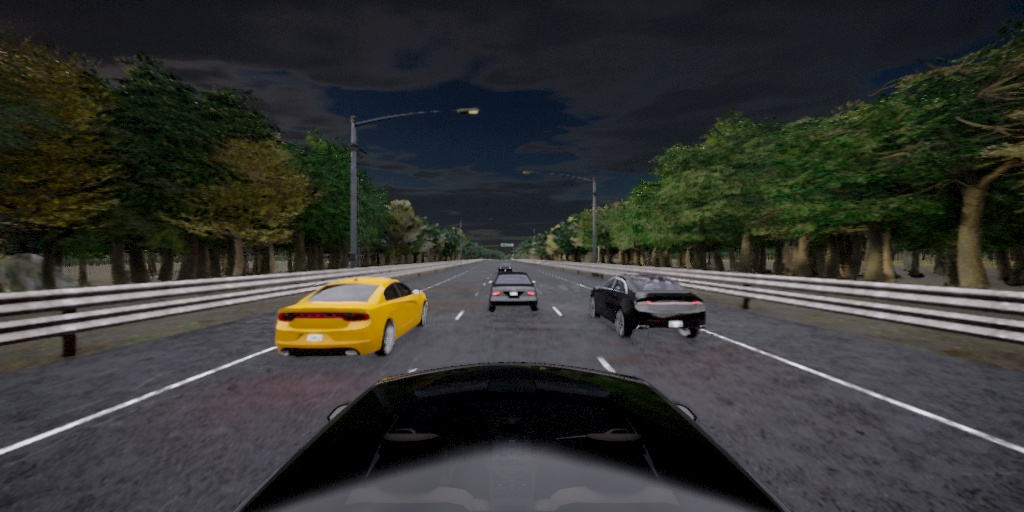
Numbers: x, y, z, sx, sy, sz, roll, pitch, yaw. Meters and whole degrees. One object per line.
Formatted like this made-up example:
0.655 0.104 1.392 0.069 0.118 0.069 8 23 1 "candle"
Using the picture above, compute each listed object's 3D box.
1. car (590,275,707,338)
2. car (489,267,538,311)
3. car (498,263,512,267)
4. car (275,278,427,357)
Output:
3.562 1.276 10.270 2.128 1.511 4.902 0 0 -1 "car"
0.020 1.356 14.861 2.033 1.411 5.357 0 0 -1 "car"
-0.954 1.562 48.020 1.895 1.301 4.718 0 0 -2 "car"
-3.423 1.262 8.666 1.882 1.535 5.008 0 0 0 "car"
